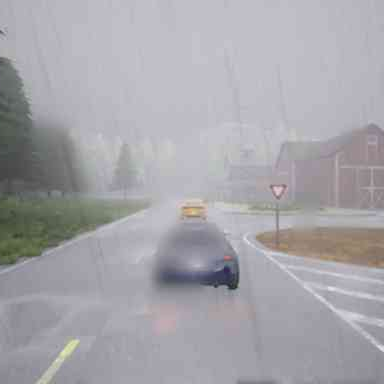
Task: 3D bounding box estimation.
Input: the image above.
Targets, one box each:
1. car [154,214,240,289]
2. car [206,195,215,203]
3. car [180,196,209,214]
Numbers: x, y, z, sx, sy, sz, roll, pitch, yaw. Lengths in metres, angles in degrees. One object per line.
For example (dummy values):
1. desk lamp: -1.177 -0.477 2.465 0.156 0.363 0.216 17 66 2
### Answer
1. car: 0.112 1.536 9.135 1.994 1.385 4.181 0 0 0
2. car: 2.975 1.273 58.990 1.816 1.474 4.193 -6 1 -2
3. car: 0.091 1.345 26.958 1.882 1.535 5.008 0 1 0
